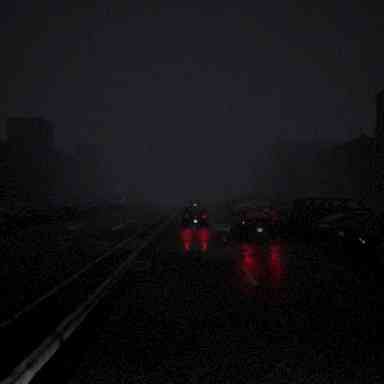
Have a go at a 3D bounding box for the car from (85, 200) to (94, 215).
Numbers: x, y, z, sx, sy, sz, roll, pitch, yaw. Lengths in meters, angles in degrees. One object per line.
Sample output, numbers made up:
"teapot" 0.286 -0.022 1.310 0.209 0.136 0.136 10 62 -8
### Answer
"car" -12.537 1.667 32.170 4.892 1.521 2.231 0 0 0

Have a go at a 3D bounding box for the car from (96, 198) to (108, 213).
"car" -12.514 1.742 37.602 4.792 1.488 2.163 0 0 0

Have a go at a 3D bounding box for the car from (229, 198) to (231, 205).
"car" 7.954 1.809 45.153 4.792 1.488 2.163 0 -1 0

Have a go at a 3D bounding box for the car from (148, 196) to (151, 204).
"car" -12.196 2.103 73.845 5.008 1.535 2.097 0 -1 0

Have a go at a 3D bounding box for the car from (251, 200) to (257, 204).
"car" 7.853 1.661 28.605 4.792 1.488 2.163 0 0 0

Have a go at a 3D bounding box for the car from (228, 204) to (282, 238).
"car" 3.214 1.606 17.976 1.812 1.442 4.674 0 0 0

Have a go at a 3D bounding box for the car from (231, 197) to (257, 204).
"car" 7.710 1.722 39.635 5.366 1.575 1.946 0 -1 0

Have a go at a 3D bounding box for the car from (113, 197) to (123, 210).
"car" -12.412 1.830 45.937 4.674 1.452 2.002 0 -1 0

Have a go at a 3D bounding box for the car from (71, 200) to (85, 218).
"car" -12.549 1.644 29.391 5.008 1.535 2.097 0 0 0

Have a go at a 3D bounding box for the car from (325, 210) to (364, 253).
"car" 7.745 1.557 12.064 4.792 1.488 2.163 0 0 0

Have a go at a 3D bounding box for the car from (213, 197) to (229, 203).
"car" 8.180 2.247 94.663 4.553 1.767 2.185 0 -1 0

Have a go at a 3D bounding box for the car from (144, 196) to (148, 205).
"car" -12.233 2.037 68.170 5.008 1.535 2.097 0 -1 0

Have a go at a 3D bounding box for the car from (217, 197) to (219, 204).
"car" 8.023 2.085 67.338 4.674 1.452 2.002 0 -1 0

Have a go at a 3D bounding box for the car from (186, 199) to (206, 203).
"car" 0.365 1.617 41.874 2.097 1.767 4.553 0 -1 0

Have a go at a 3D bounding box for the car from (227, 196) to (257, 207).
"car" 8.123 1.804 47.910 5.366 1.575 1.946 0 -1 0

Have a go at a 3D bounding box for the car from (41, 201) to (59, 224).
"car" -12.596 1.603 23.708 4.892 1.521 2.231 0 0 0

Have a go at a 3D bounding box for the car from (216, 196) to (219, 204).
"car" 8.006 1.955 69.968 4.553 1.767 2.185 0 -1 0

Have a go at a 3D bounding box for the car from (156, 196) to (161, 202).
"car" -12.081 2.322 93.300 4.892 1.521 2.231 0 -1 0

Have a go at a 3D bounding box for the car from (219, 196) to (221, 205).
"car" 7.995 1.971 61.694 5.008 1.535 2.097 0 -1 0

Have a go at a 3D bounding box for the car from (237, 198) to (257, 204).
"car" 7.848 1.730 36.877 4.792 1.488 2.163 0 -1 0

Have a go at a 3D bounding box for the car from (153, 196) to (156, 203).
"car" -12.133 1.916 79.406 5.566 2.045 2.435 0 -1 0

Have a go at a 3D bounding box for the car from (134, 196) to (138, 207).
"car" -12.292 1.938 57.179 4.792 1.488 2.163 0 -1 0

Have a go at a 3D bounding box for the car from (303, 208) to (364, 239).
"car" 7.731 1.583 14.821 4.674 1.452 2.002 0 0 0

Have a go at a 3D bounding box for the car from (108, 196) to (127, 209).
"car" -12.423 1.694 48.809 4.553 1.767 2.185 0 -1 0

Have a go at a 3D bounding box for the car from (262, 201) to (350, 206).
"car" 7.782 1.592 23.092 5.008 1.535 2.097 0 0 0

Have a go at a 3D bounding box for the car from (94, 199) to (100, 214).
"car" -12.506 1.729 34.823 4.674 1.452 2.002 0 0 0

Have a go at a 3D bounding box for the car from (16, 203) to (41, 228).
"car" -12.631 1.582 20.929 5.008 1.535 2.097 0 0 0

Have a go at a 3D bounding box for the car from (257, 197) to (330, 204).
"car" 7.774 1.486 25.850 4.553 1.767 2.185 0 0 0

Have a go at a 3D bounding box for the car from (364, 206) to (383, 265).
"car" 7.729 1.388 9.307 4.553 1.767 2.185 0 0 0

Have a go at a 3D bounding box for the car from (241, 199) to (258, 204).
"car" 7.830 1.705 34.121 4.792 1.488 2.163 0 -1 0

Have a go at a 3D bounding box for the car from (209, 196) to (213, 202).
"car" 8.166 2.094 92.029 5.566 2.045 2.435 0 -1 0

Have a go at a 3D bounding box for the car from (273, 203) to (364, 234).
"car" 7.741 1.604 20.337 4.792 1.488 2.163 0 0 0

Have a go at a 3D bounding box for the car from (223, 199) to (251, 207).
"car" 7.990 1.976 58.936 4.674 1.452 2.002 0 -1 0

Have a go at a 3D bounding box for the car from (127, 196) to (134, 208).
"car" -12.396 1.597 51.623 5.566 2.045 2.435 0 -1 0

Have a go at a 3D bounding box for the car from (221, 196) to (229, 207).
"car" 7.934 1.618 53.426 5.566 2.045 2.435 0 -1 0

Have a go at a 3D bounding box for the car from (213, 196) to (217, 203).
"car" 8.022 1.864 72.727 5.566 2.045 2.435 0 -1 0

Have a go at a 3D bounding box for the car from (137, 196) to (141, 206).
"car" -12.268 1.970 59.957 4.792 1.488 2.163 0 -1 0

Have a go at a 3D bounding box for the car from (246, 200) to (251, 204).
"car" 7.839 1.694 31.400 4.674 1.452 2.002 0 0 0

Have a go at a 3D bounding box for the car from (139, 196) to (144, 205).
"car" -12.459 1.970 62.738 5.366 1.575 1.946 0 -1 0

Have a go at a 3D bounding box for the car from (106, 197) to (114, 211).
"car" -12.469 1.739 40.382 4.892 1.521 2.231 0 -1 0

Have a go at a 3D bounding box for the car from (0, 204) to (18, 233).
"car" -12.619 1.593 18.150 4.792 1.488 2.163 0 0 0

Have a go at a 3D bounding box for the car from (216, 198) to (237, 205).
"car" 8.046 2.215 78.239 4.792 1.488 2.163 0 -1 0

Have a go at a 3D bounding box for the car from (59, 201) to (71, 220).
"car" -12.608 1.651 26.486 4.792 1.488 2.163 0 0 0

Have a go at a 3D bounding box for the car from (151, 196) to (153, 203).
"car" -12.170 2.136 76.624 4.892 1.521 2.231 0 -1 0

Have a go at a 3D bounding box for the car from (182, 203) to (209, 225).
"car" 0.261 1.727 25.041 1.895 1.301 4.718 0 0 0
